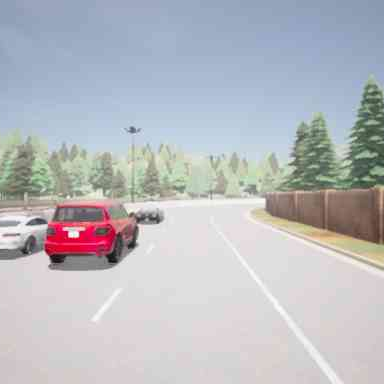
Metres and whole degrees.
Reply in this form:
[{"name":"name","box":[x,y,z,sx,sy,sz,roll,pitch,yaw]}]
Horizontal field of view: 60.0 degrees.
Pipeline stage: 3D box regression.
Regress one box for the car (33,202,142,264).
[{"name":"car","box":[-3.498,1.362,12.558,2.150,2.045,5.566,0,0,0]}]

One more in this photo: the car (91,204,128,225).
[{"name":"car","box":[-6.937,1.817,28.470,1.837,1.490,4.892,0,0,2]}]

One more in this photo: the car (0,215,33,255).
[{"name":"car","box":[-6.985,1.677,13.867,1.812,1.442,4.674,0,0,0]}]

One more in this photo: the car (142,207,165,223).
[{"name":"car","box":[-3.454,1.909,28.228,1.895,1.301,4.718,0,-1,2]}]
